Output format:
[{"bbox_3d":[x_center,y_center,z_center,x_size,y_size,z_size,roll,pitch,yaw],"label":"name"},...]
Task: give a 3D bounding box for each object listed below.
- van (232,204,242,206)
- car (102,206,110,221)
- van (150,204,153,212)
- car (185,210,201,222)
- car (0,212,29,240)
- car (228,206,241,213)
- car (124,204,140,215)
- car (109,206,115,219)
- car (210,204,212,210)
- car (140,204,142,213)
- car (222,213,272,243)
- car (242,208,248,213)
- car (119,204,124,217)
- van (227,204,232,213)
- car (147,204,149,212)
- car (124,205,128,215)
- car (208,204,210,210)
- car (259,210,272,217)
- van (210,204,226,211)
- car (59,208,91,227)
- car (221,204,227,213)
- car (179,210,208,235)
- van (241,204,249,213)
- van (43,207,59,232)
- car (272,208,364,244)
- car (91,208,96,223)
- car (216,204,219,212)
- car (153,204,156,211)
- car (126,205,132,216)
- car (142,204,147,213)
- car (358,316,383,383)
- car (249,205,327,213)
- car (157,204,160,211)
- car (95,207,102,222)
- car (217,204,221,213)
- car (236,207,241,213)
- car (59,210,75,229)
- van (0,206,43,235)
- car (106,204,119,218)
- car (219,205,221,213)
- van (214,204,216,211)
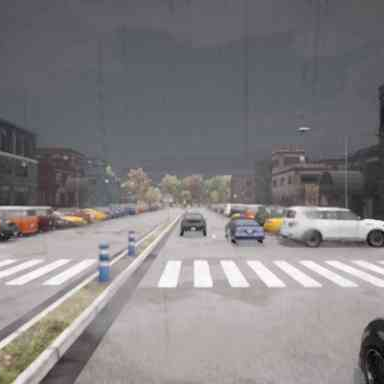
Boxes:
[{"bbox_3d":[7.765,2.651,42.818,4.442,1.987,1.878,0,-2,0],"label":"van"},{"bbox_3d":[-12.563,2.725,38.636,5.008,1.535,2.097,0,-2,0],"label":"car"},{"bbox_3d":[-12.407,3.939,80.301,4.442,1.987,1.878,0,-2,0],"label":"van"},{"bbox_3d":[0.108,2.966,41.723,1.895,1.301,4.718,0,-2,0],"label":"car"},{"bbox_3d":[-12.582,2.115,19.188,4.892,1.521,2.231,0,-2,0],"label":"car"},{"bbox_3d":[7.463,2.787,40.053,5.366,1.575,1.946,0,-2,0],"label":"car"},{"bbox_3d":[-12.519,3.113,58.086,5.566,2.045,2.435,0,-2,0],"label":"car"},{"bbox_3d":[-12.571,2.814,41.412,4.892,1.521,2.231,0,-2,0],"label":"car"},{"bbox_3d":[7.652,4.208,81.385,4.892,1.521,2.231,0,-2,0],"label":"car"},{"bbox_3d":[-12.359,3.458,60.854,5.366,1.575,1.946,0,-2,0],"label":"car"},{"bbox_3d":[3.104,2.250,20.367,2.033,1.411,5.357,0,-2,0],"label":"car"},{"bbox_3d":[7.651,2.534,31.785,5.008,1.535,2.097,0,-2,0],"label":"car"},{"bbox_3d":[-12.528,2.867,46.971,4.553,1.767,2.185,0,-2,0],"label":"car"},{"bbox_3d":[7.766,2.829,48.328,4.442,1.987,1.878,0,-2,0],"label":"van"},{"bbox_3d":[-12.503,3.886,71.961,4.792,1.488,2.163,0,-2,0],"label":"car"},{"bbox_3d":[-12.553,3.124,49.744,4.674,1.452,2.002,0,-2,0],"label":"car"},{"bbox_3d":[7.667,4.626,92.406,5.008,1.535,2.097,0,-2,0],"label":"car"},{"bbox_3d":[7.638,2.275,23.391,5.008,1.535,2.097,0,-2,0],"label":"car"},{"bbox_3d":[7.545,4.508,95.170,4.442,1.987,1.878,0,-2,0],"label":"van"},{"bbox_3d":[-12.391,2.461,30.301,5.366,1.575,1.946,0,-2,0],"label":"car"},{"bbox_3d":[7.679,2.893,51.085,5.566,2.045,2.435,0,-2,0],"label":"car"},{"bbox_3d":[0.102,2.345,24.825,1.837,1.490,4.892,0,-2,0],"label":"car"},{"bbox_3d":[7.763,2.393,34.549,4.442,1.987,1.878,0,-2,0],"label":"van"},{"bbox_3d":[-12.699,2.064,24.752,4.442,1.987,1.878,0,-2,0],"label":"van"},{"bbox_3d":[7.674,2.064,20.639,4.553,1.767,2.185,0,-2,0],"label":"car"},{"bbox_3d":[-12.568,2.551,33.079,5.008,1.535,2.097,0,-2,0],"label":"car"},{"bbox_3d":[7.840,3.608,64.853,5.366,1.575,1.946,0,-2,0],"label":"car"},{"bbox_3d":[-12.549,4.019,83.080,5.566,2.045,2.435,0,-2,0],"label":"car"},{"bbox_3d":[-12.547,3.178,52.522,4.892,1.521,2.231,0,-2,0],"label":"car"},{"bbox_3d":[-12.510,3.405,66.416,5.566,2.045,2.435,0,-2,0],"label":"car"},{"bbox_3d":[3.100,1.646,2.561,1.994,1.385,4.181,0,-4,0],"label":"car"},{"bbox_3d":[7.673,2.113,26.280,5.566,2.045,2.435,0,-2,0],"label":"car"},{"bbox_3d":[-12.484,4.337,91.286,5.566,2.045,2.435,0,-2,0],"label":"car"},{"bbox_3d":[-12.602,2.512,35.860,4.553,1.767,2.185,0,-2,0],"label":"car"},{"bbox_3d":[7.647,3.516,62.099,4.892,1.521,2.231,0,-2,0],"label":"car"},{"bbox_3d":[7.645,2.744,37.296,4.674,1.452,2.002,0,-2,0],"label":"car"},{"bbox_3d":[-12.582,2.417,27.521,4.674,1.452,2.002,0,-2,0],"label":"car"},{"bbox_3d":[-12.702,1.976,21.974,4.442,1.987,1.878,0,-2,0],"label":"van"},{"bbox_3d":[-12.531,2.776,44.192,4.553,1.767,2.185,0,-2,0],"label":"car"},{"bbox_3d":[7.682,3.451,59.341,4.792,1.488,2.163,0,-2,0],"label":"car"},{"bbox_3d":[7.538,3.576,70.249,4.442,1.987,1.878,0,-2,0],"label":"van"}]
